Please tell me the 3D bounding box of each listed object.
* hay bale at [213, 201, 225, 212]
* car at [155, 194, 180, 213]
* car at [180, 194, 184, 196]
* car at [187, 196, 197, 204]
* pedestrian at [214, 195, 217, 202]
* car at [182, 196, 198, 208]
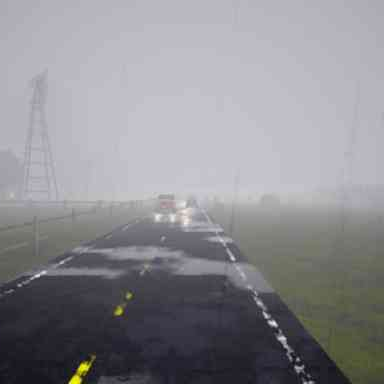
[{"bbox_3d":[3.128,1.650,38.468,1.220,1.180,1.240,1,1,0],"label":"hay bale"},{"bbox_3d":[-2.850,1.218,37.229,2.150,2.045,5.566,0,0,0],"label":"car"},{"bbox_3d":[-2.768,1.219,78.546,1.837,1.490,4.892,0,0,0],"label":"car"},{"bbox_3d":[-0.015,1.493,66.508,1.882,1.535,5.008,0,0,0],"label":"car"},{"bbox_3d":[2.816,1.294,39.582,0.375,1.860,0.375,-1,1,4],"label":"pedestrian"},{"bbox_3d":[-0.006,1.547,47.492,2.033,1.411,5.357,0,0,0],"label":"car"}]
